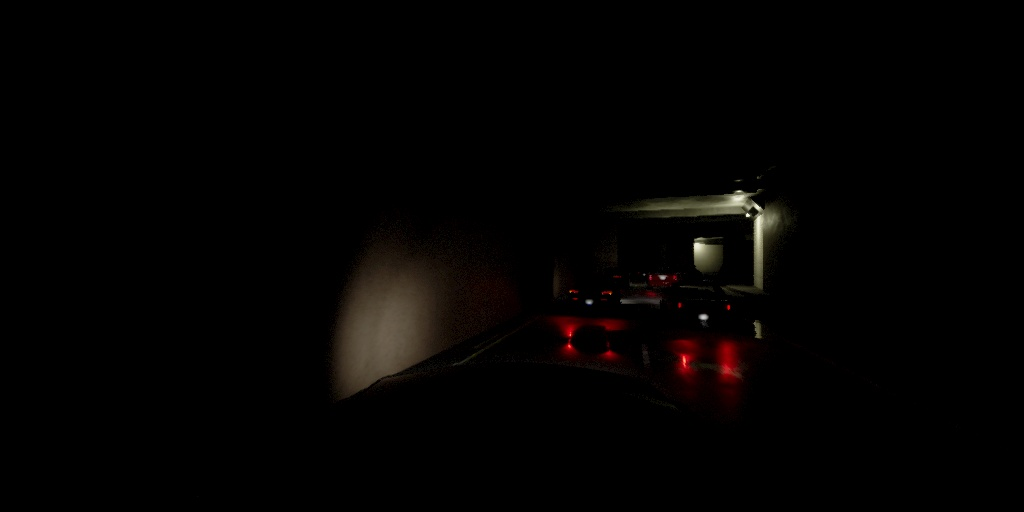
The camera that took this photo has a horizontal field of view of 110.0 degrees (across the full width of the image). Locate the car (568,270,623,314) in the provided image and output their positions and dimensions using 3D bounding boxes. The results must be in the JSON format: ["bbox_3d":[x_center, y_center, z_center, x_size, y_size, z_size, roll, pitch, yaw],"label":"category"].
[{"bbox_3d":[3.534,1.498,15.136,1.812,1.442,4.674,0,-1,19],"label":"car"}]

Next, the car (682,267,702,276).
[{"bbox_3d":[18.374,1.940,37.693,4.892,1.490,1.837,1,-1,-44],"label":"car"}]

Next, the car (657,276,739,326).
[{"bbox_3d":[6.435,1.569,12.813,1.895,1.301,4.718,0,-1,19],"label":"car"}]

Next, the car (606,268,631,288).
[{"bbox_3d":[8.307,1.715,28.641,1.837,1.490,4.892,0,-1,23],"label":"car"}]

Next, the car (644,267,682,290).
[{"bbox_3d":[11.339,1.568,26.856,2.097,1.767,4.553,0,-1,24],"label":"car"}]

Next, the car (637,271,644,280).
[{"bbox_3d":[15.603,2.002,39.849,4.181,1.385,1.994,1,-1,-45],"label":"car"}]
